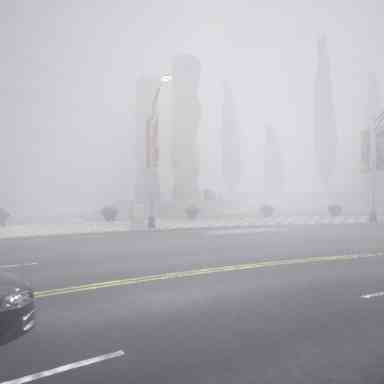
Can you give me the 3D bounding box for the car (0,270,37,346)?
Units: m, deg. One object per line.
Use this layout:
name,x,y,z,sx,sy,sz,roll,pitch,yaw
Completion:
car,-4.547,1.489,3.937,4.902,1.511,2.128,0,0,-38
